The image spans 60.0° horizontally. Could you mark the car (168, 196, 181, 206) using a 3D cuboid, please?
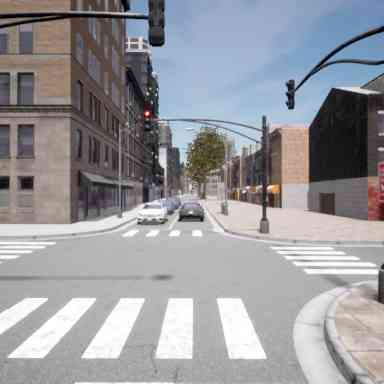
[{"bbox_3d":[-2.766,1.481,53.939,1.837,1.490,4.892,0,0,0],"label":"car"}]

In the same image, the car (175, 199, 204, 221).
[{"bbox_3d":[-0.028,1.549,27.434,1.994,1.385,4.181,0,0,2],"label":"car"}]

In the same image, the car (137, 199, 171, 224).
[{"bbox_3d":[-2.831,1.513,24.524,1.812,1.442,4.674,0,0,0],"label":"car"}]

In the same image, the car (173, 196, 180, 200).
[{"bbox_3d":[-2.789,1.503,43.848,1.812,1.442,4.674,0,0,0],"label":"car"}]

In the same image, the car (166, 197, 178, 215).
[{"bbox_3d":[-2.825,1.529,34.134,2.033,1.411,5.357,0,0,0],"label":"car"}]
